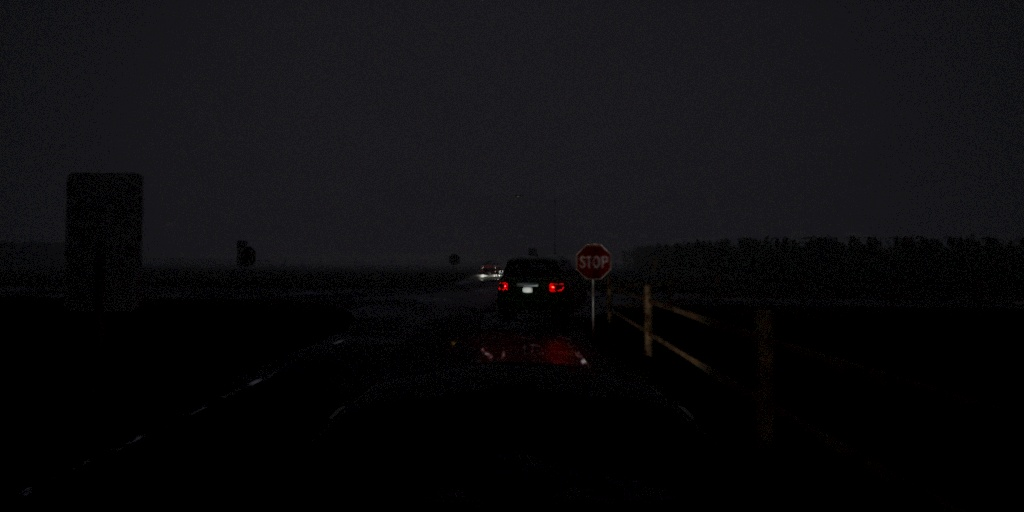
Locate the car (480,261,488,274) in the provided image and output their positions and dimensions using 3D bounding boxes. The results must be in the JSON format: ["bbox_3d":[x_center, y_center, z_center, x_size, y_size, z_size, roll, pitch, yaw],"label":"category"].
[{"bbox_3d":[-2.844,1.412,45.809,2.097,1.767,4.553,0,0,0],"label":"car"}]

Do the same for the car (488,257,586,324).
[{"bbox_3d":[1.223,1.048,12.672,2.150,2.045,5.566,0,0,17],"label":"car"}]

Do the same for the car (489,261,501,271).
[{"bbox_3d":[-2.812,1.660,61.306,1.837,1.490,4.892,0,0,0],"label":"car"}]
